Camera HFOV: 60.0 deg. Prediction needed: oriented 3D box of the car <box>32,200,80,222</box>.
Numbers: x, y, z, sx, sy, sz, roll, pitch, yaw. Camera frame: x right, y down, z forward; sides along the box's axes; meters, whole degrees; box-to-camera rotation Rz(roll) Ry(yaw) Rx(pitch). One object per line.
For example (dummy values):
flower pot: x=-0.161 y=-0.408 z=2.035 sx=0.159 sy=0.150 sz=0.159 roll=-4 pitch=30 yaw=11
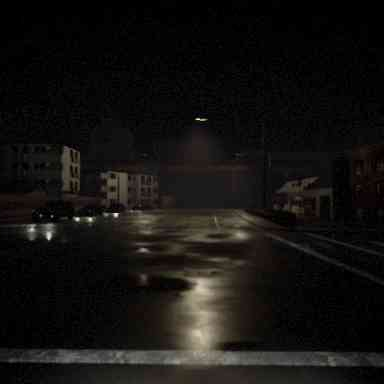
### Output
car: x=-13.462 y=1.831 z=32.719 sx=2.150 sy=2.045 sz=5.566 roll=0 pitch=-1 yaw=3

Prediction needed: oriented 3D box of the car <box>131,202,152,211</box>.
car: x=-9.415 y=2.588 z=62.381 sx=2.097 sy=1.767 sz=4.553 roll=-1 pitch=-2 yaw=24

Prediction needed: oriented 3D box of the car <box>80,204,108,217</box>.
car: x=-12.892 y=2.298 z=42.776 sx=1.882 sy=1.535 sz=5.008 roll=0 pitch=-1 yaw=4

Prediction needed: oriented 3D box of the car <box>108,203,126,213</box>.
car: x=-11.984 y=2.539 z=52.929 sx=1.837 sy=1.490 sz=4.892 roll=0 pitch=-1 yaw=7
